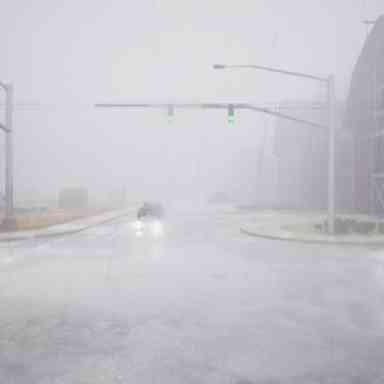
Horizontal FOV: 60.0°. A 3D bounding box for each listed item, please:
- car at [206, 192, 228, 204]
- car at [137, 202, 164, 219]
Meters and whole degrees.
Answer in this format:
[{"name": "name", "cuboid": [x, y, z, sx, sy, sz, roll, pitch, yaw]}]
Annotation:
[{"name": "car", "cuboid": [4.308, 1.010, 57.235, 1.905, 1.878, 3.866, -8, 4, -42]}, {"name": "car", "cuboid": [-3.508, 1.531, 28.671, 1.895, 1.301, 4.718, 0, 0, 0]}]
